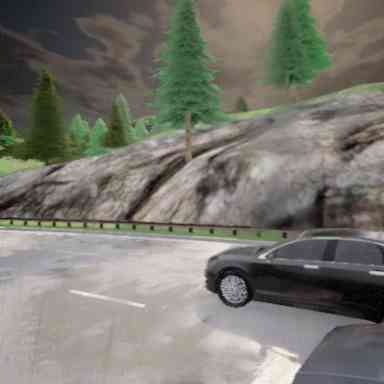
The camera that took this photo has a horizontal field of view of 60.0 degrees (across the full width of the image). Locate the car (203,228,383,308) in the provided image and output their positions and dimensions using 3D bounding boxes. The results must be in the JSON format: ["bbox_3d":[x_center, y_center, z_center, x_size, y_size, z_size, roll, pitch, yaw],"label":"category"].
[{"bbox_3d":[2.510,1.456,6.255,4.892,1.490,1.837,0,0,34],"label":"car"}]

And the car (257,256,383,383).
[{"bbox_3d":[3.213,1.507,1.617,5.357,1.411,2.033,0,0,36],"label":"car"}]

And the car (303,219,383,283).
[{"bbox_3d":[5.516,1.514,8.496,4.718,1.301,1.895,0,0,35],"label":"car"}]
